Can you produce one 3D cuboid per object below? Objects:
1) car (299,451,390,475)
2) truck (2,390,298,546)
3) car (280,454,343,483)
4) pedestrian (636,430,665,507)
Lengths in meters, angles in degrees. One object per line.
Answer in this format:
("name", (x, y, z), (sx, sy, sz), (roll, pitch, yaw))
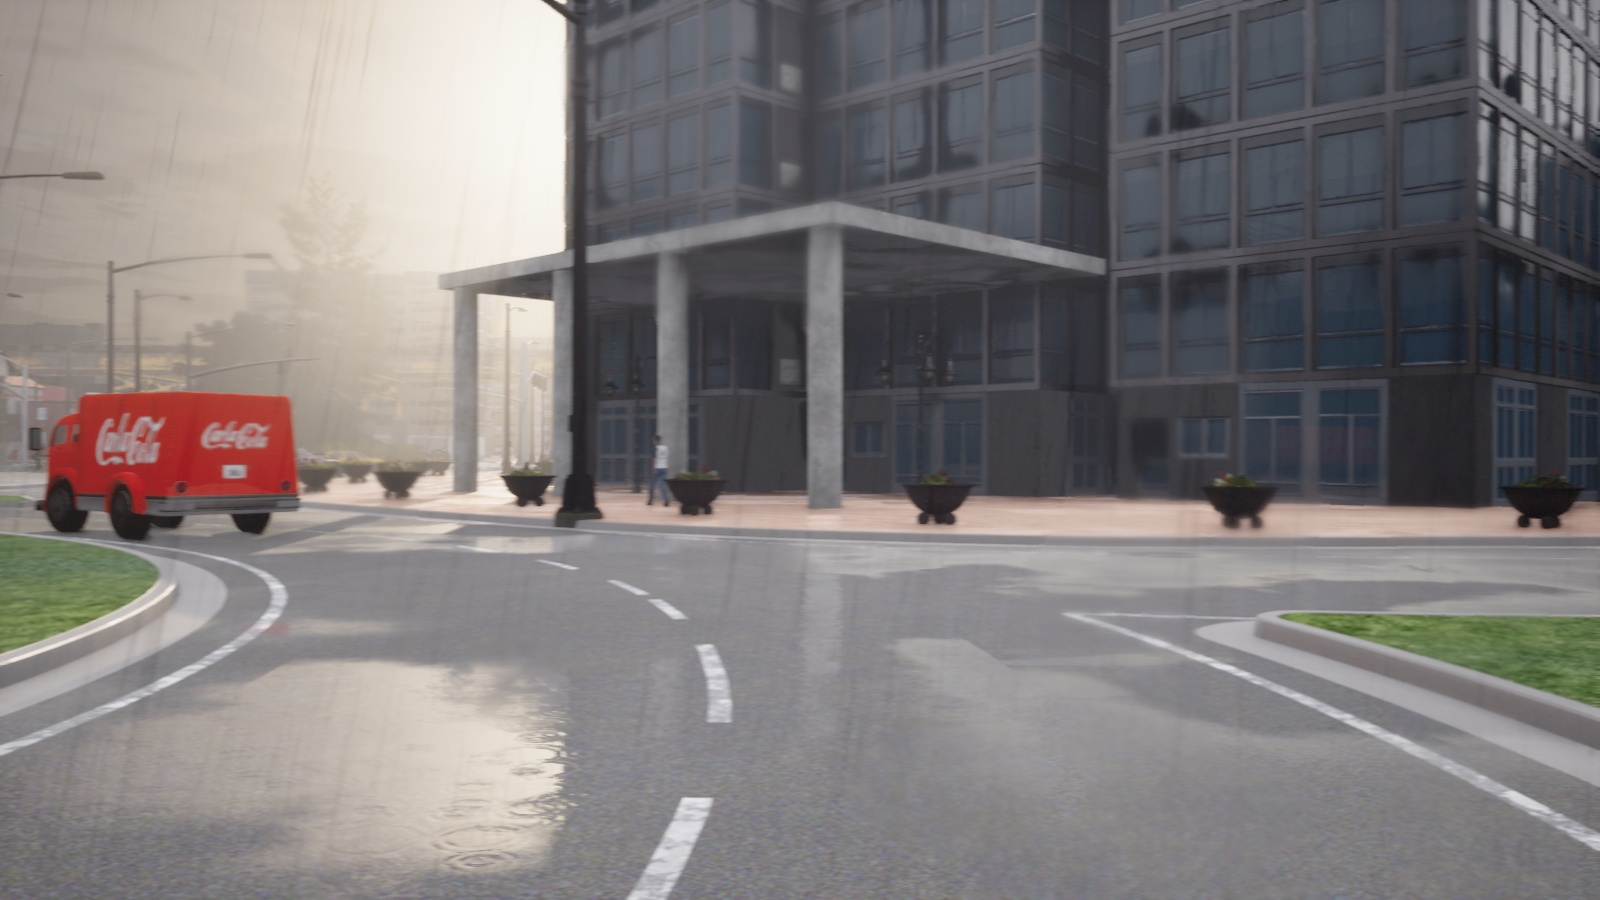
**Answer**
("car", (-30.016, 0.842, 82.798), (5.366, 1.575, 1.801), (0, 0, -6))
("truck", (-11.672, 0.301, 22.448), (5.204, 2.467, 2.627), (0, 0, 36))
("car", (-24.944, 0.922, 64.270), (1.994, 1.385, 4.181), (0, 0, -6))
("pedestrian", (-3.643, 0.448, 30.577), (0.354, 1.836, 0.706), (0, 0, -40))
